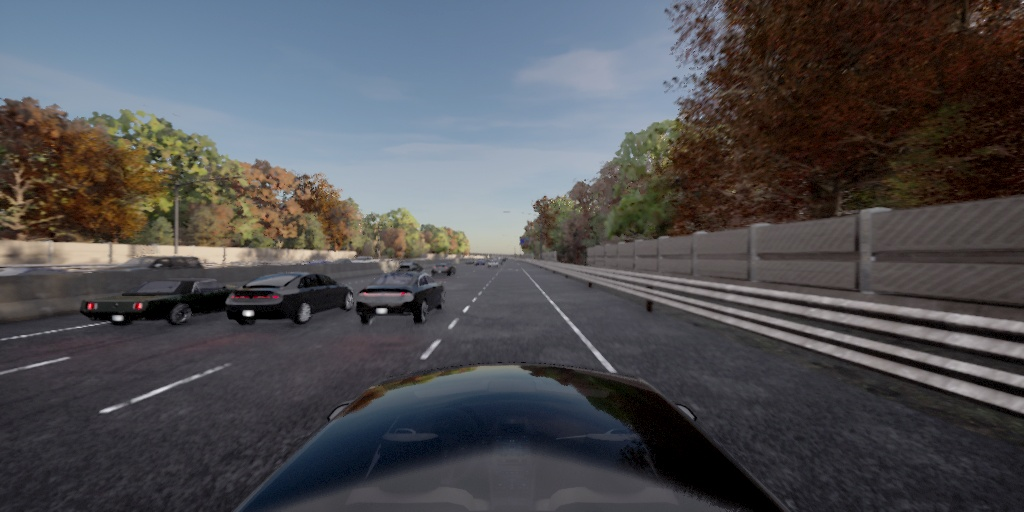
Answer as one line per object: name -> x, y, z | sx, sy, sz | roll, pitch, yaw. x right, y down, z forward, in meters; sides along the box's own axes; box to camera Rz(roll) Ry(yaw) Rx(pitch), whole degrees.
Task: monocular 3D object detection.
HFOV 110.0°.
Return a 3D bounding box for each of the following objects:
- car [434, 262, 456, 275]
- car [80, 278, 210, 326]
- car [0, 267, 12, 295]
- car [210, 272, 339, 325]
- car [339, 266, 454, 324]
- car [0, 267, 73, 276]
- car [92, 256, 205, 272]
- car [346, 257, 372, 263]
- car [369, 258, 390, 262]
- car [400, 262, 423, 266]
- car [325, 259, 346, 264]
car -> -6.994, 1.332, 37.146 | 2.128, 1.511, 4.902 | 0, 0, 0
car -> -10.495, 1.374, 11.776 | 1.895, 1.301, 4.718 | 0, 0, 0
car -> -28.062, 1.288, 17.013 | 1.837, 1.490, 4.892 | 0, -1, 0
car -> -6.997, 1.281, 11.939 | 1.837, 1.490, 4.892 | 0, 0, 0
car -> -3.498, 1.267, 12.056 | 2.128, 1.511, 4.902 | 0, 0, 0
car -> -24.561, 1.310, 18.051 | 1.812, 1.442, 4.674 | 0, 0, 0
car -> -21.034, 1.017, 21.057 | 2.150, 2.045, 5.566 | 0, 0, 1
car -> -24.497, 1.134, 58.785 | 2.150, 2.045, 5.566 | 0, 0, 0
car -> -21.007, 1.387, 58.959 | 2.128, 1.511, 4.902 | 0, 0, 1
car -> -10.490, 1.346, 37.348 | 1.837, 1.490, 4.892 | 0, 0, 0
car -> -27.995, 1.255, 58.861 | 2.097, 1.767, 4.553 | 0, 0, 0
